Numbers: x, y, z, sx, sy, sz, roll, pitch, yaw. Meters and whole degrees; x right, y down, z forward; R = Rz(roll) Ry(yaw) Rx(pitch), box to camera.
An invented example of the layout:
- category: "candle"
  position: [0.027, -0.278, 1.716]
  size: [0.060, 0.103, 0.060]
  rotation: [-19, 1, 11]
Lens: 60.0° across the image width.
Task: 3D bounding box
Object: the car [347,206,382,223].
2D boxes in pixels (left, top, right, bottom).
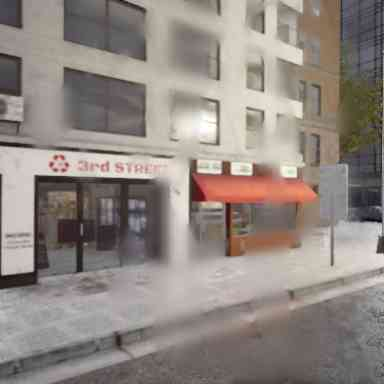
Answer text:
- category: "car"
  position: [14.924, 1.887, 27.187]
  size: [2.033, 1.411, 5.357]
  rotation: [0, 0, -34]
